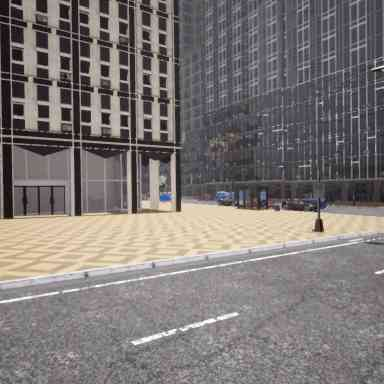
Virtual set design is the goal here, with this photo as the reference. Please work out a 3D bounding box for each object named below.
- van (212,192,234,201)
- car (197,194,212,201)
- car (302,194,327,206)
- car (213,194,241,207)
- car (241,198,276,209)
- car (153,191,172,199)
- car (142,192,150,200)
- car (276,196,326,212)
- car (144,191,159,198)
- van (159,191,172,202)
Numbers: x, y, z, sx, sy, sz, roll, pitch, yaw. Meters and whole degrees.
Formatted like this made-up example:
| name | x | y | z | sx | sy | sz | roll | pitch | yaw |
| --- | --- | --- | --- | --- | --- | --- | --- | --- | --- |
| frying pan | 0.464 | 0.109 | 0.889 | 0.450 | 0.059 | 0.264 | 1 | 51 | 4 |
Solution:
| name | x | y | z | sx | sy | sz | roll | pitch | yaw |
| --- | --- | --- | --- | --- | --- | --- | --- | --- | --- |
| van | 5.847 | 0.855 | 59.312 | 1.690 | 1.788 | 3.998 | 0 | 1 | -34 |
| car | 2.646 | 1.043 | 64.011 | 1.802 | 1.307 | 4.206 | 0 | 1 | -34 |
| car | 14.536 | 1.082 | 41.952 | 2.097 | 1.767 | 4.553 | -1 | 1 | -34 |
| car | 5.281 | 1.319 | 45.175 | 1.947 | 1.339 | 4.313 | 0 | 1 | -34 |
| car | 8.434 | 1.388 | 40.447 | 1.802 | 1.307 | 4.206 | 0 | 1 | -34 |
| car | -6.958 | 0.615 | 78.097 | 2.192 | 1.841 | 5.009 | 0 | 1 | -34 |
| car | -10.682 | 1.040 | 68.684 | 2.008 | 1.369 | 4.403 | 0 | 1 | -34 |
| car | 11.621 | 1.424 | 35.739 | 1.947 | 1.339 | 4.313 | 0 | 1 | -34 |
| car | -10.160 | 0.686 | 82.794 | 1.967 | 1.590 | 4.097 | 0 | 1 | -34 |
| van | -4.278 | 0.937 | 59.290 | 1.690 | 1.788 | 3.998 | 0 | 1 | -34 |
